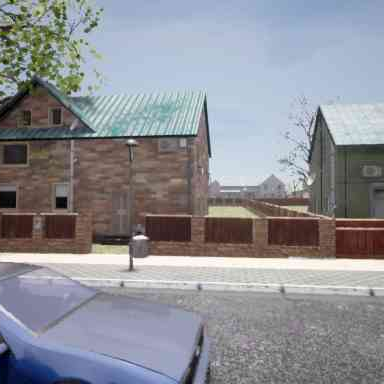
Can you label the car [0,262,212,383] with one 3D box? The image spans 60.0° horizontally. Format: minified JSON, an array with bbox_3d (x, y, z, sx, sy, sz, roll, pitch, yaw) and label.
[{"bbox_3d":[-2.496,1.606,3.916,5.357,1.411,2.033,0,-1,8],"label":"car"}]
